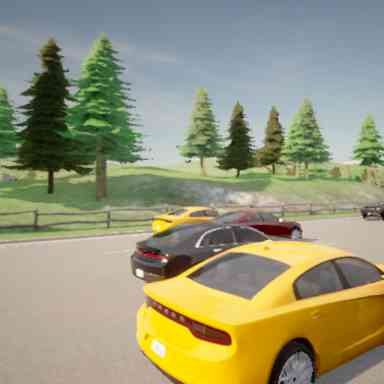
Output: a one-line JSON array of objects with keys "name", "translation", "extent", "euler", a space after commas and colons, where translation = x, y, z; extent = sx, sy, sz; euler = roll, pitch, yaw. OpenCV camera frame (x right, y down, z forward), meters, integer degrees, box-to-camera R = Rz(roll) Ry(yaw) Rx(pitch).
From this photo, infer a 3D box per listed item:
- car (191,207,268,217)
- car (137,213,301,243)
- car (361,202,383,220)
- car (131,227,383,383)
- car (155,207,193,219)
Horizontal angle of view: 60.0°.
[{"name": "car", "translation": [2.646, 1.508, 14.239], "extent": [5.008, 1.535, 1.882], "euler": [0, 0, -36]}, {"name": "car", "translation": [0.844, 1.522, 8.657], "extent": [4.892, 1.490, 1.837], "euler": [0, 0, -35]}, {"name": "car", "translation": [16.310, 1.575, 28.294], "extent": [4.902, 1.511, 2.128], "euler": [0, 0, -36]}, {"name": "car", "translation": [1.666, 1.490, 4.940], "extent": [5.008, 1.535, 1.882], "euler": [0, 0, -35]}, {"name": "car", "translation": [0.448, 1.509, 16.971], "extent": [5.008, 1.535, 1.882], "euler": [0, 0, -36]}]
